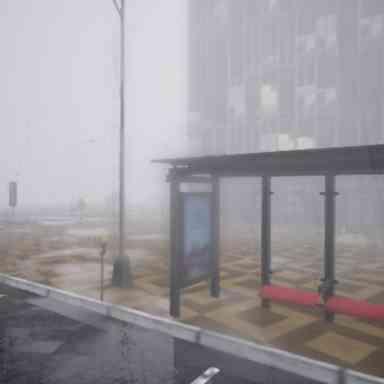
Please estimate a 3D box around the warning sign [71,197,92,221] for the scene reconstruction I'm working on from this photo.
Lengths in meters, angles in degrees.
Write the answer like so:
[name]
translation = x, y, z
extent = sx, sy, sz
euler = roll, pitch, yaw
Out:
[warning sign]
translation = -8.921, 1.338, 26.826
extent = 1.300, 1.860, 1.060
euler = 0, 0, 34
